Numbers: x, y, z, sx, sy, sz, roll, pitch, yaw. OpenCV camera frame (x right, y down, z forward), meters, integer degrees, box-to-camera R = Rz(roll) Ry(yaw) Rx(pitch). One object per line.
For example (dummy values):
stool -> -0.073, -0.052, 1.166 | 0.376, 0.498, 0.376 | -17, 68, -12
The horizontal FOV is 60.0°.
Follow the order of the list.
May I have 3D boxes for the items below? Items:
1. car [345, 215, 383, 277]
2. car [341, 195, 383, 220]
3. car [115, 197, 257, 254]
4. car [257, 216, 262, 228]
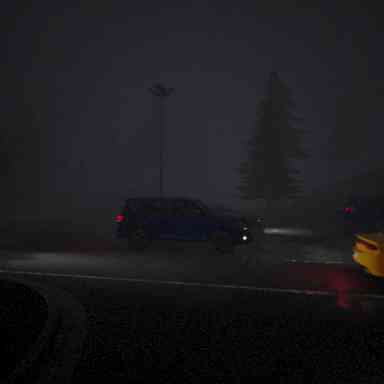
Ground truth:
car -> 6.729, 1.484, 8.177 | 5.008, 1.535, 1.882 | 0, 0, 14
car -> 12.514, 1.233, 21.177 | 5.566, 2.045, 2.150 | 0, 0, 14
car -> -0.332, 1.226, 13.496 | 5.566, 2.045, 2.150 | 0, 0, 14
car -> 1.516, 1.555, 20.253 | 5.357, 1.411, 2.033 | 0, 0, 14
